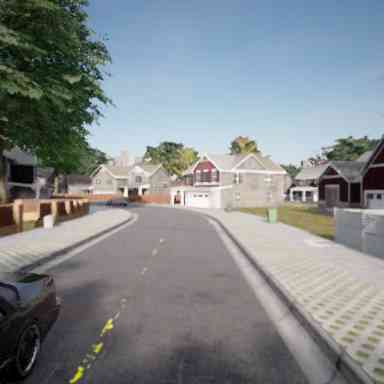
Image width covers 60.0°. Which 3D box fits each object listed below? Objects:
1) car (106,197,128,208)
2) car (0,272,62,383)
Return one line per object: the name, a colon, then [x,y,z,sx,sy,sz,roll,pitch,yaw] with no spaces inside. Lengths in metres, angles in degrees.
car: [-10.416,1.434,46.044,1.994,1.385,4.181,0,0,-35]
car: [-2.849,1.539,2.672,2.033,1.411,5.357,0,0,0]
